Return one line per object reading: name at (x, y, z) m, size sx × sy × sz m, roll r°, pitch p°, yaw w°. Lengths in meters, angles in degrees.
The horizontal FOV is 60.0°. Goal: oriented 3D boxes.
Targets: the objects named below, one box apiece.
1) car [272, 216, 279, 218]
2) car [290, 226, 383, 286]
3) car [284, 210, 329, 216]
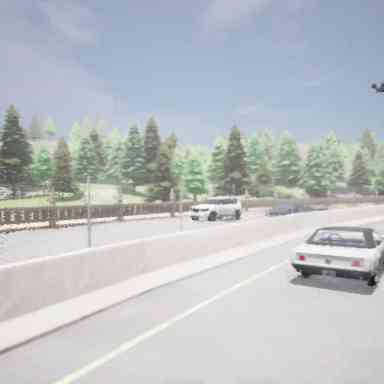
car at (8.907, 1.722, 30.711) m, size 5.357 × 1.411 × 2.033 m, roll 0°, pitch -1°, yaw -43°
car at (4.538, 1.639, 9.663) m, size 1.895 × 1.301 × 4.718 m, roll -1°, pitch -1°, yaw 36°
car at (9.447, 1.733, 26.351) m, size 4.718 × 1.301 × 1.895 m, roll 0°, pitch -1°, yaw -44°
